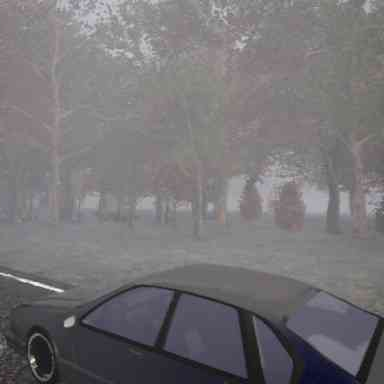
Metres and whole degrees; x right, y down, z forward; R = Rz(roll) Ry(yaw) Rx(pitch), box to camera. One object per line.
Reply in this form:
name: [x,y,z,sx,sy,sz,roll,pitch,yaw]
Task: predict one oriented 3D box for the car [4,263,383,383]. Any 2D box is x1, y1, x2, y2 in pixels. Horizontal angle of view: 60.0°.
car: [0.077,1.571,3.673,5.357,1.411,2.033,-1,0,35]
